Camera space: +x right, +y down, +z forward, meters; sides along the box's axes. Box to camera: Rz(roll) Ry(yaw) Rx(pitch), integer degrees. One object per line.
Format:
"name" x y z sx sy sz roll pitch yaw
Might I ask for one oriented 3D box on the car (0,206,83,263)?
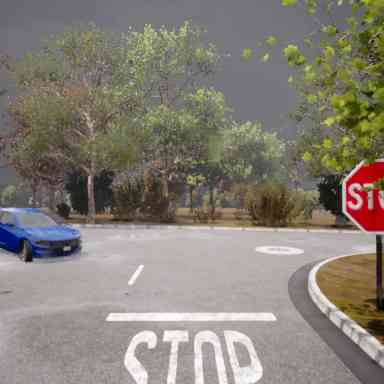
"car" -6.036 1.365 12.099 5.008 1.535 1.882 5 2 34
